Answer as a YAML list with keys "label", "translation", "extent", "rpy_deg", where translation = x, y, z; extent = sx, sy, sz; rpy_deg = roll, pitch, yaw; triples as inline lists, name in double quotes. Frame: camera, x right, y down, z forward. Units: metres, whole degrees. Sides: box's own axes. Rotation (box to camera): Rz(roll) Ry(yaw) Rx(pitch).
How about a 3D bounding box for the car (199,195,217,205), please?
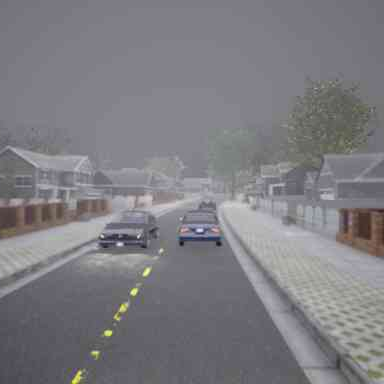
- label: "car"
  translation: [2.020, 1.300, 42.115]
  extent: [2.097, 1.767, 4.553]
  rpy_deg: [0, 0, 5]

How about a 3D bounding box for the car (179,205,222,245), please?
- label: "car"
  translation: [0.394, 1.546, 15.503]
  extent: [2.033, 1.411, 5.357]
  rpy_deg: [0, 0, 2]

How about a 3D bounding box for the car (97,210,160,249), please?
- label: "car"
  translation: [-2.569, 1.545, 14.872]
  extent: [2.033, 1.411, 5.357]
  rpy_deg: [0, 0, 2]
